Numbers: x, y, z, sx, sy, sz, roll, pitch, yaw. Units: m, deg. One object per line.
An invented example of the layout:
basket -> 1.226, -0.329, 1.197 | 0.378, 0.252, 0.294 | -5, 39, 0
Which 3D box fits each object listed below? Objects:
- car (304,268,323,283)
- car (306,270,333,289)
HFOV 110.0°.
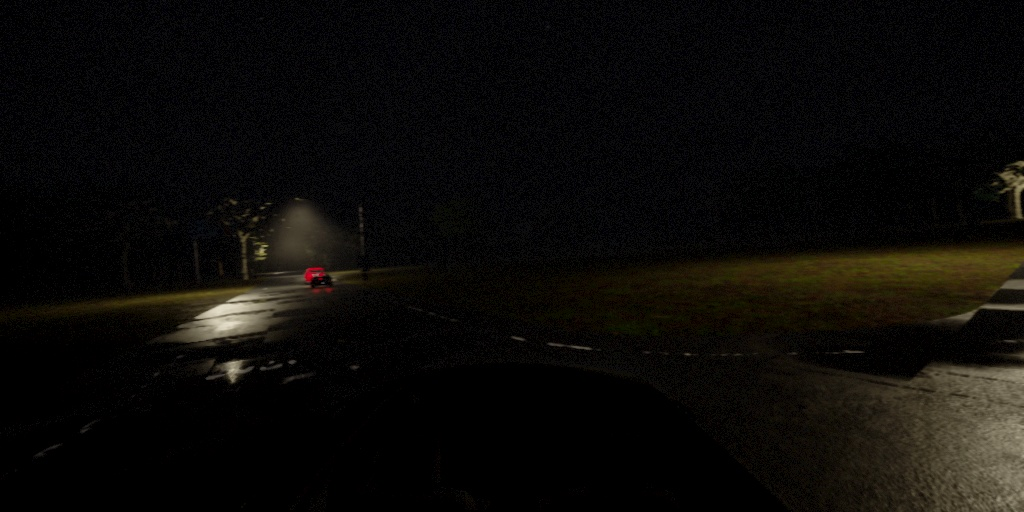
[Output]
car -> -26.021, 2.650, 47.355 | 2.150, 2.045, 5.566 | -3, 0, -32
car -> -20.453, 2.601, 38.422 | 2.128, 1.511, 4.902 | -3, 0, -32
